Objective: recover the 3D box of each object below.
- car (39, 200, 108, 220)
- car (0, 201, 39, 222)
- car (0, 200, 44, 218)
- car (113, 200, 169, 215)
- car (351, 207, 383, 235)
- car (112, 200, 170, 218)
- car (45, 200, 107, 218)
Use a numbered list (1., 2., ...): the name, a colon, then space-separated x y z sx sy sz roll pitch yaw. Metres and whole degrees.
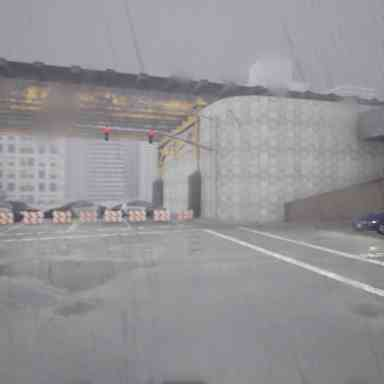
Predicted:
1. car: -9.426 1.482 27.278 2.038 1.542 4.974 0 0 39
2. car: -13.881 1.474 26.098 4.974 1.542 2.038 0 0 29
3. car: -13.926 1.316 26.123 4.536 1.218 1.853 0 0 29
4. car: -4.486 1.335 29.417 4.536 1.218 1.853 0 0 14
5. car: 11.400 1.572 18.905 4.674 1.442 1.812 0 0 -16
6. car: -4.436 1.493 29.405 4.974 1.542 2.038 0 0 14
7. car: -9.394 1.325 27.319 1.853 1.218 4.536 0 0 39
